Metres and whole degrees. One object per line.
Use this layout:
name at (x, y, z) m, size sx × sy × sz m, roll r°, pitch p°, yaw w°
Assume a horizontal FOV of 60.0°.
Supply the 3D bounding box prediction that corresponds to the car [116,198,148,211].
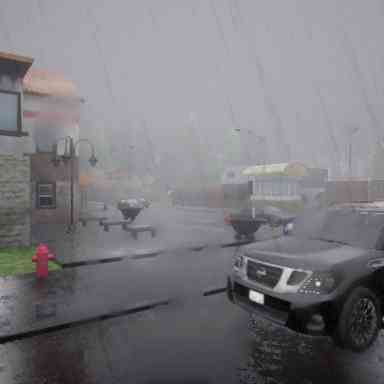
car at (-7.355, 1.525, 39.361) m, size 1.812 × 1.442 × 4.674 m, roll 0°, pitch 0°, yaw -35°

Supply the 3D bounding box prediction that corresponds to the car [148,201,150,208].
car at (-7.681, 1.526, 46.781) m, size 1.812 × 1.442 × 4.674 m, roll 0°, pitch 0°, yaw -39°

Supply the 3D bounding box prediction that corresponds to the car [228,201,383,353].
car at (3.342, 1.221, 6.416) m, size 5.566 × 2.045 × 2.150 m, roll 0°, pitch 0°, yaw -31°

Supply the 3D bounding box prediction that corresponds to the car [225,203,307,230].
car at (4.756, 1.547, 22.244) m, size 2.033 × 1.411 × 5.357 m, roll 0°, pitch 0°, yaw -35°
